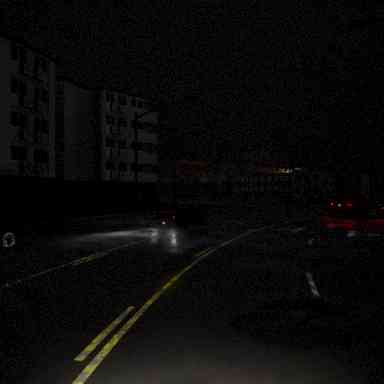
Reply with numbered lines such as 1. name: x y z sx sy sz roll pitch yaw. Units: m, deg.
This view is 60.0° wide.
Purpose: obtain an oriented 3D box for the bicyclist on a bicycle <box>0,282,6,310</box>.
1. bicyclist on a bicycle: -4.207 1.455 6.196 1.656 1.620 0.582 -2 0 10

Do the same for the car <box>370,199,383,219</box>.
1. car: 17.200 1.491 28.157 2.128 1.511 4.902 0 0 44

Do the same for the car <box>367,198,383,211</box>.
1. car: 23.281 1.546 41.601 1.994 1.385 4.181 0 0 22

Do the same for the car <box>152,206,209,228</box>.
1. car: -0.665 1.600 22.436 1.895 1.301 4.718 0 0 29

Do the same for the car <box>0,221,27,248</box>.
1. car: -8.558 1.601 12.268 1.895 1.301 4.718 0 0 16

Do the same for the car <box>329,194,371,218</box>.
1. car: 14.490 1.221 30.379 2.150 2.045 5.566 0 0 44
